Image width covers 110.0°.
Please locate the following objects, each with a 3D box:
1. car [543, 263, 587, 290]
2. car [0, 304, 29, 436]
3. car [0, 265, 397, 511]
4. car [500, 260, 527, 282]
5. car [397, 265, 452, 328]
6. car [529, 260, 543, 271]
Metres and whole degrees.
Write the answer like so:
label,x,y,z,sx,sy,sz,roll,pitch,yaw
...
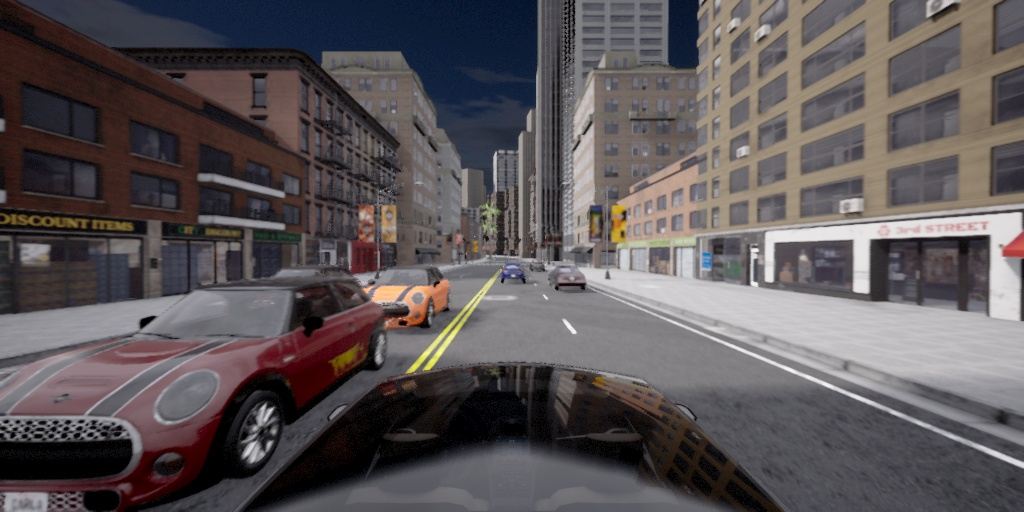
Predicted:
label,x,y,z,sx,sy,sz,roll,pitch,yaw
car,3.331,1.301,22.389,2.033,1.411,5.357,0,0,0
car,-6.594,1.276,1.882,1.812,1.442,4.674,0,0,0
car,-3.343,1.102,4.716,2.097,1.767,4.553,0,0,0
car,0.096,1.281,28.481,1.812,1.442,4.674,0,0,0
car,-3.250,1.103,11.269,2.097,1.767,4.553,0,0,0
car,3.350,1.255,48.736,2.128,1.511,4.902,0,0,0
